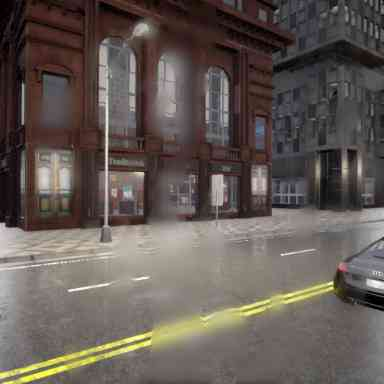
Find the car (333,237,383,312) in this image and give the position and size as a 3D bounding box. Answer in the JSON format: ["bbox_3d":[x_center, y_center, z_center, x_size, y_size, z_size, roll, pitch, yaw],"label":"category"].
[{"bbox_3d":[4.825,1.561,6.899,4.181,1.385,1.994,0,0,-35],"label":"car"}]
